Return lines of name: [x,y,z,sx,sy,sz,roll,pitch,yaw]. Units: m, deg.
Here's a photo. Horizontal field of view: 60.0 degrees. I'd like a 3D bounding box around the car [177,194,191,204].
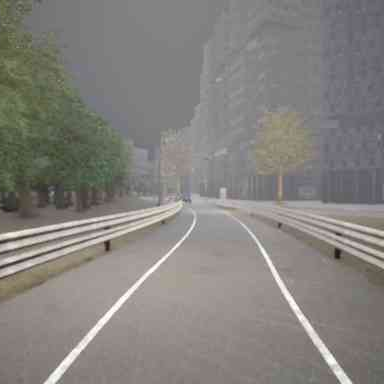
car: [-1.629,1.342,66.932,2.150,2.045,5.566,0,0,-14]
